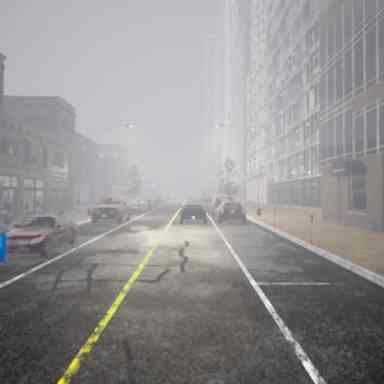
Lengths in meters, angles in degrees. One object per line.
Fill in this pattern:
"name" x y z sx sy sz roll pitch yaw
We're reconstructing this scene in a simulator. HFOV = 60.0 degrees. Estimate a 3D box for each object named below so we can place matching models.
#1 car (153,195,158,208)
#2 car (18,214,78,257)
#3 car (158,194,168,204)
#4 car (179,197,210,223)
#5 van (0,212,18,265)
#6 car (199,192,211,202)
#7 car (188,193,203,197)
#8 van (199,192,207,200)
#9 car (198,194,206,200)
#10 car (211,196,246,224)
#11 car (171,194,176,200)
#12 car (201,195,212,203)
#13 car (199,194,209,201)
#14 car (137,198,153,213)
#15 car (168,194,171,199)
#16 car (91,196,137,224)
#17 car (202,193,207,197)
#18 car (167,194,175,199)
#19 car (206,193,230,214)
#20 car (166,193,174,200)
"car" -5.688 1.387 40.953 1.887 1.381 4.507 1 0 0
"car" -5.682 1.533 12.734 1.802 1.307 4.206 1 0 0
"car" -5.691 1.219 57.885 1.967 1.590 4.097 1 0 0
"car" 0.095 1.410 24.514 1.837 1.490 4.892 0 1 0
"van" -5.677 1.314 7.088 1.690 1.788 3.998 1 0 0
"car" 2.697 1.052 69.118 2.192 1.841 5.009 1 0 0
"car" 0.088 1.316 45.734 2.128 1.511 4.902 0 0 0
"van" 2.656 1.037 80.407 1.690 1.788 3.998 1 0 0
"car" 2.647 1.241 86.052 1.947 1.339 4.313 1 0 0
"car" 2.697 1.347 23.967 1.967 1.590 4.097 1 0 0
"car" -5.698 1.262 80.461 1.947 1.339 4.313 1 0 0
"car" 2.689 1.340 63.476 1.802 1.307 4.206 1 0 0
"car" 2.667 1.267 74.763 2.008 1.369 4.403 1 0 0
"car" -5.687 1.414 35.309 2.008 1.369 4.403 1 0 0
"car" -5.694 1.324 63.529 1.947 1.339 4.313 1 0 0
"car" -5.680 1.222 24.021 2.192 1.841 5.009 1 0 0
"car" 2.688 1.345 57.831 1.947 1.339 4.313 1 0 0
"car" -5.700 1.181 91.579 1.752 1.417 4.829 1 0 0
"car" 2.698 1.200 29.611 2.192 1.841 5.009 1 0 0
"car" -5.698 1.115 86.105 1.967 1.590 4.097 1 0 0
